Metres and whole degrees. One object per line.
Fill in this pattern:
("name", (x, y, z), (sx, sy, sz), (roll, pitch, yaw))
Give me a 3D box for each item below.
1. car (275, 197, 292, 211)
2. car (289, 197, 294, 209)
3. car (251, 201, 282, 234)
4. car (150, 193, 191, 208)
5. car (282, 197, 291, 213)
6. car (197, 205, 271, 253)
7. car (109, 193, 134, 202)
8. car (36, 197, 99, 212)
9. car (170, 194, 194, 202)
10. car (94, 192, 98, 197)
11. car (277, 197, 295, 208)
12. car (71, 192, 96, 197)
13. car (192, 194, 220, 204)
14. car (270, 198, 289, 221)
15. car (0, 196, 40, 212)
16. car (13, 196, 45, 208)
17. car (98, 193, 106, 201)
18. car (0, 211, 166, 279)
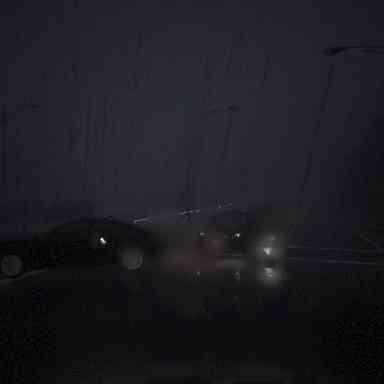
("car", (11.658, 1.483, 42.110), (1.837, 1.490, 4.892), (0, 0, 19))
("car", (9.786, 1.543, 36.553), (1.994, 1.385, 4.181), (0, 0, 19))
("car", (3.960, 1.490, 19.305), (1.837, 1.490, 4.892), (0, 0, 19))
("car", (-2.967, 1.074, 41.774), (4.605, 1.855, 1.932), (0, 0, 18))
("car", (7.747, 1.486, 30.515), (1.837, 1.490, 4.892), (0, 0, 19))
("car", (1.813, 1.514, 13.896), (1.812, 1.442, 4.674), (0, 0, 24))
("car", (-13.809, 1.045, 65.312), (4.605, 1.855, 1.932), (0, 0, 18))
("car", (-9.036, 1.356, 24.209), (3.633, 1.501, 1.845), (0, 0, 18))
("car", (-2.104, 1.257, 68.690), (4.514, 1.523, 2.007), (0, 0, 18))
("car", (-21.856, 1.298, 67.986), (3.806, 1.475, 1.970), (0, 0, 18))
("car", (13.539, 1.468, 47.686), (2.128, 1.511, 4.902), (0, 0, 19))
("car", (-18.464, 1.249, 53.736), (4.514, 1.523, 2.007), (0, 0, 18))
("car", (1.660, 1.125, 56.782), (5.027, 1.636, 2.152), (0, 0, 18))
("car", (5.870, 1.474, 24.951), (2.128, 1.511, 4.902), (0, 0, 19))
("car", (-15.115, 1.356, 29.404), (3.806, 1.475, 1.970), (0, 0, 18))
("car", (-21.698, 1.273, 44.281), (3.633, 1.501, 1.845), (0, 0, 18))
("car", (-20.214, 1.014, 70.941), (3.866, 1.878, 1.905), (0, 0, 18))
("car", (-3.285, 1.475, 9.871), (5.008, 1.535, 1.882), (0, 0, -15))
